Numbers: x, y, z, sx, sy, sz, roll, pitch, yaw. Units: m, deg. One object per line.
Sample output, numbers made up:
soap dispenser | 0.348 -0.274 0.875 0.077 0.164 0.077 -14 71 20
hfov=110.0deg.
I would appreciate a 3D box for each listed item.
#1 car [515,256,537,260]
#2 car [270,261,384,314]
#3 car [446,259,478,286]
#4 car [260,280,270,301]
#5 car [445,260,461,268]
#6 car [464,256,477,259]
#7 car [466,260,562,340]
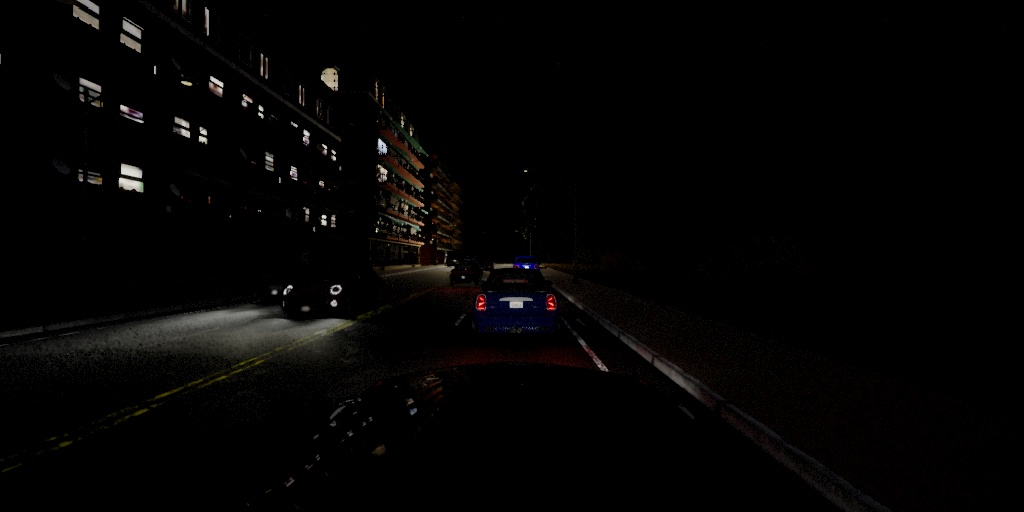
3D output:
car | 1.135 0.979 30.053 2.150 2.045 5.566 0 0 0
car | -6.602 1.104 13.714 2.097 1.767 4.553 0 0 0
car | -3.153 1.231 25.603 1.882 1.535 5.008 0 0 0
car | -9.852 1.244 17.334 2.128 1.511 4.902 0 0 0
car | -9.831 1.316 60.313 1.994 1.385 4.181 0 0 0
car | -6.596 0.973 56.938 2.150 2.045 5.566 0 0 0
car | 0.097 1.103 10.099 2.097 1.767 4.553 0 0 0
